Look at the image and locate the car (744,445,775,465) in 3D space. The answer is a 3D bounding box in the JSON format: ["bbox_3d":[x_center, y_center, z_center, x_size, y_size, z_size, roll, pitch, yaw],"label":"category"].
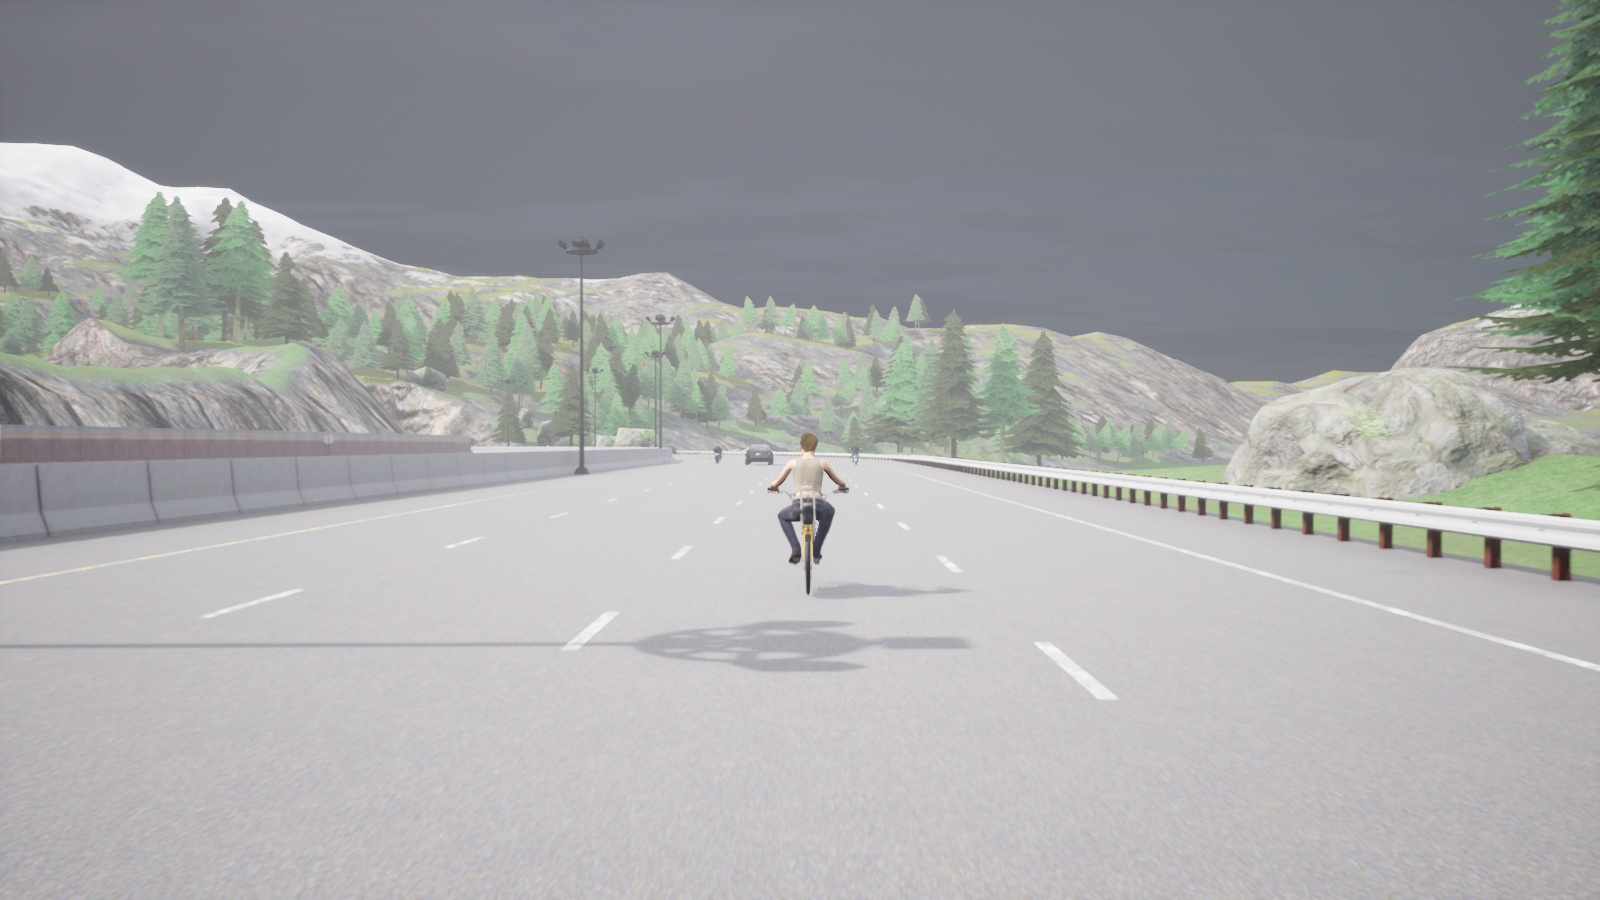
[{"bbox_3d":[-2.963,0.349,92.651,2.163,1.488,4.792,0,0,0],"label":"car"}]

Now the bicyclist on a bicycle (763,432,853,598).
[{"bbox_3d":[0.084,0.628,12.939,0.866,1.612,1.509,0,0,1],"label":"bicyclist on a bicycle"}]
